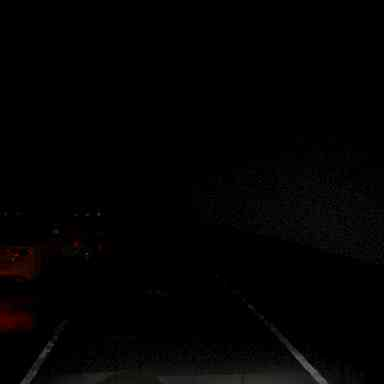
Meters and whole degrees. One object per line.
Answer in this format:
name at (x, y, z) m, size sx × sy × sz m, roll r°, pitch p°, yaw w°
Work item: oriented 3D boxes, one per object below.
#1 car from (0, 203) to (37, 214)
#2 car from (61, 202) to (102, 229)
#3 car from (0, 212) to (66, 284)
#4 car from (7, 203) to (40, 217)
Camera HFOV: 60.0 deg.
car at (-13.905, 1.643, 25.870) m, size 2.097 × 1.767 × 4.553 m, roll 0°, pitch 0°, yaw -38°
car at (-8.160, 1.583, 23.959) m, size 2.097 × 1.767 × 4.553 m, roll 0°, pitch 0°, yaw -34°
car at (-5.088, 1.586, 9.735) m, size 1.882 × 1.535 × 5.008 m, roll 0°, pitch 0°, yaw -14°
car at (-19.085, 1.959, 37.495) m, size 2.033 × 1.411 × 5.357 m, roll 0°, pitch -1°, yaw -41°
